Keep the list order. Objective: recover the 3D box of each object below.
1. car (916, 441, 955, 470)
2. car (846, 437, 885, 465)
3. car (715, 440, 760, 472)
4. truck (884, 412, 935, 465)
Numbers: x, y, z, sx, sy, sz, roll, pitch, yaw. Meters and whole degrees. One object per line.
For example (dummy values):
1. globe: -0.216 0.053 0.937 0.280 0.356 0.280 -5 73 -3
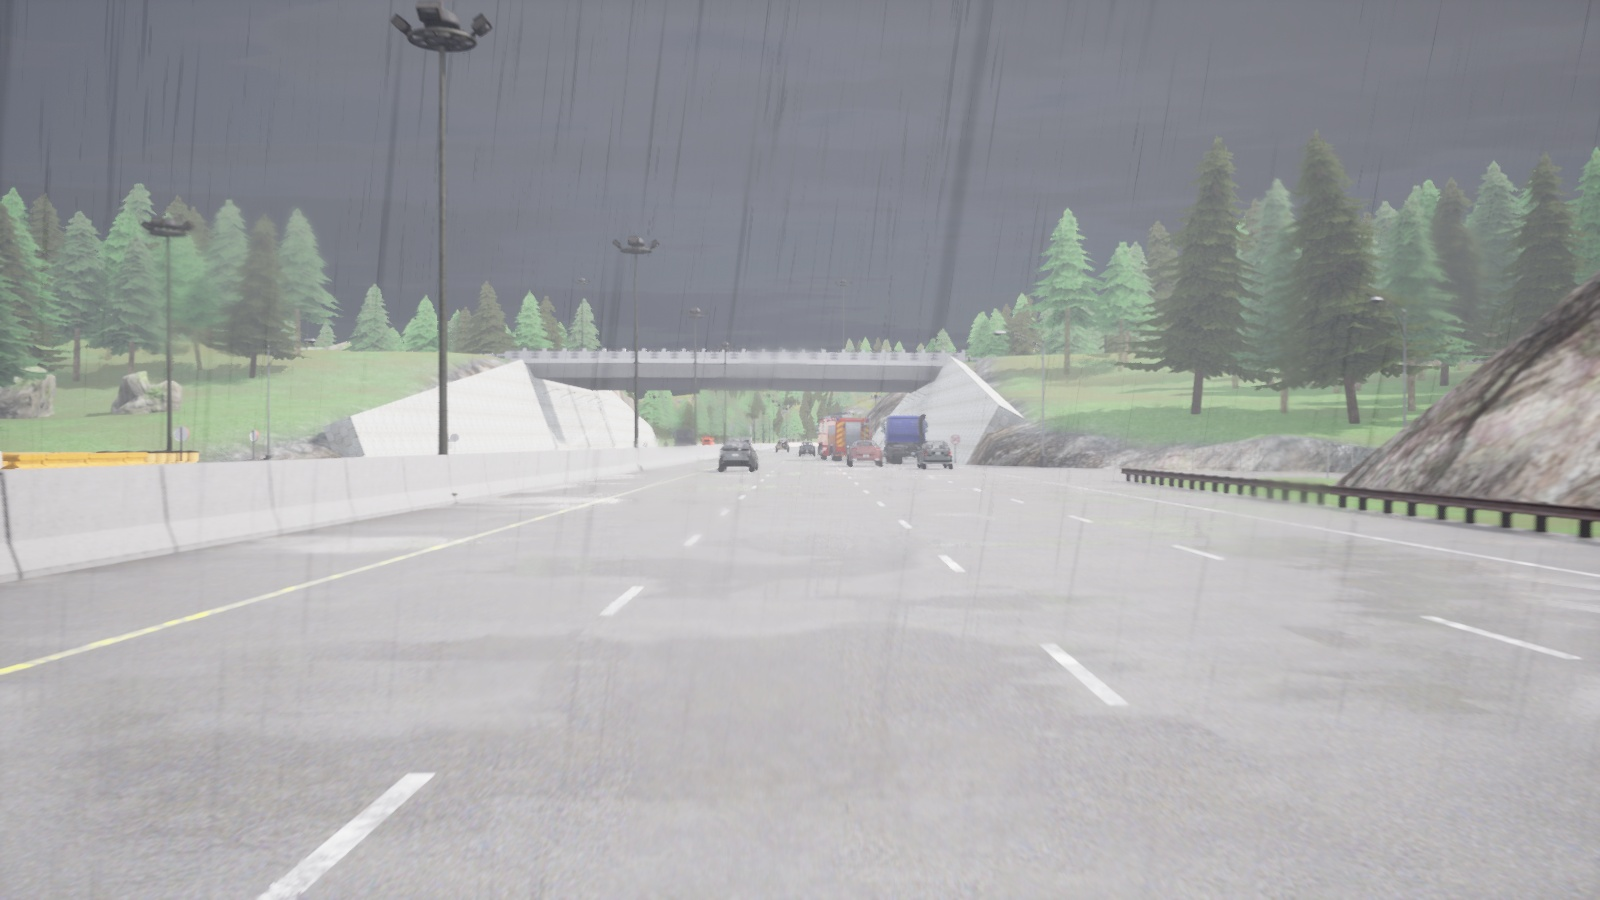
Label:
1. car: 7.404 0.282 68.903 1.789 1.549 3.705 0 0 0
2. car: 3.950 0.027 76.932 2.152 1.651 5.027 0 0 0
3. car: -3.127 0.278 63.281 2.007 1.525 4.514 0 0 0
4. truck: 7.506 -0.795 86.786 2.891 3.462 7.936 0 0 0
